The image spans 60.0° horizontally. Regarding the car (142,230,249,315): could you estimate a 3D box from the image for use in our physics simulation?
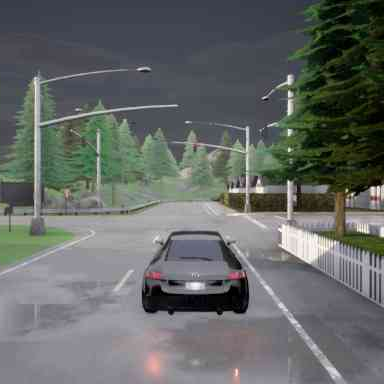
[{"bbox_3d":[0.075,1.564,7.644,1.994,1.385,4.181,0,0,1],"label":"car"}]

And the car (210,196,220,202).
[{"bbox_3d":[6.697,1.524,72.863,5.357,1.411,2.033,0,0,-22],"label":"car"}]
